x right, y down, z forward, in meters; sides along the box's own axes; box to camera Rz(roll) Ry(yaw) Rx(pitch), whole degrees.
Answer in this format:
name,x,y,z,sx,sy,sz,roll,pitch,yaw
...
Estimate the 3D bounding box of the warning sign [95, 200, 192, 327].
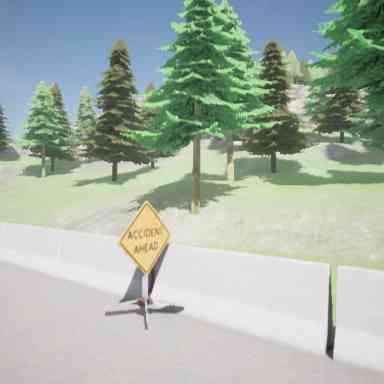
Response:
name,x,y,z,sx,sy,sz,roll,pitch,yaw
warning sign,-0.817,1.088,5.800,1.060,1.860,1.300,0,0,37
